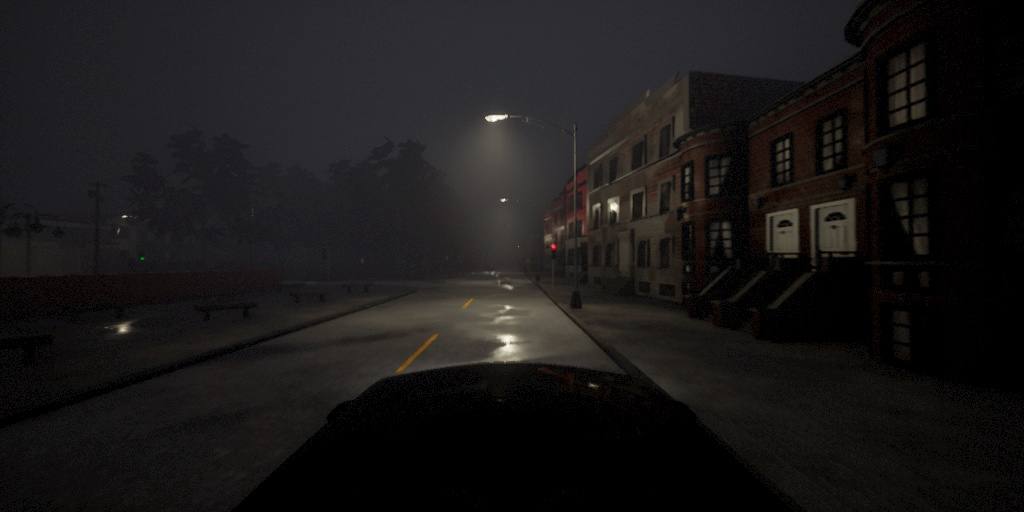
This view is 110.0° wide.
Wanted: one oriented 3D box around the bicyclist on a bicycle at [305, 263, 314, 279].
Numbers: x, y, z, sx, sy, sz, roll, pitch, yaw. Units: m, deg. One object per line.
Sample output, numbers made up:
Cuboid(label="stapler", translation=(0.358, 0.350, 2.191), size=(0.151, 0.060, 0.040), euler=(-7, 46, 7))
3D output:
Cuboid(label="bicyclist on a bicycle", translation=(-21.918, 1.619, 38.781), size=(0.582, 1.620, 1.656), euler=(0, -1, 0))
